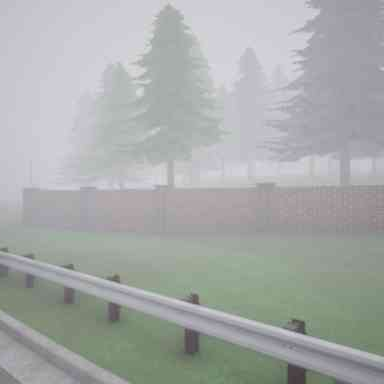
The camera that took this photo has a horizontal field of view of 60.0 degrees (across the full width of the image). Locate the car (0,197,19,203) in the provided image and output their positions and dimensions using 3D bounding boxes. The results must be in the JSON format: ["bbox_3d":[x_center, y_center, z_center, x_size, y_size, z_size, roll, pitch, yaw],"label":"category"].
[{"bbox_3d":[-43.631,2.029,79.547,2.097,1.767,4.553,0,0,-20],"label":"car"}]
